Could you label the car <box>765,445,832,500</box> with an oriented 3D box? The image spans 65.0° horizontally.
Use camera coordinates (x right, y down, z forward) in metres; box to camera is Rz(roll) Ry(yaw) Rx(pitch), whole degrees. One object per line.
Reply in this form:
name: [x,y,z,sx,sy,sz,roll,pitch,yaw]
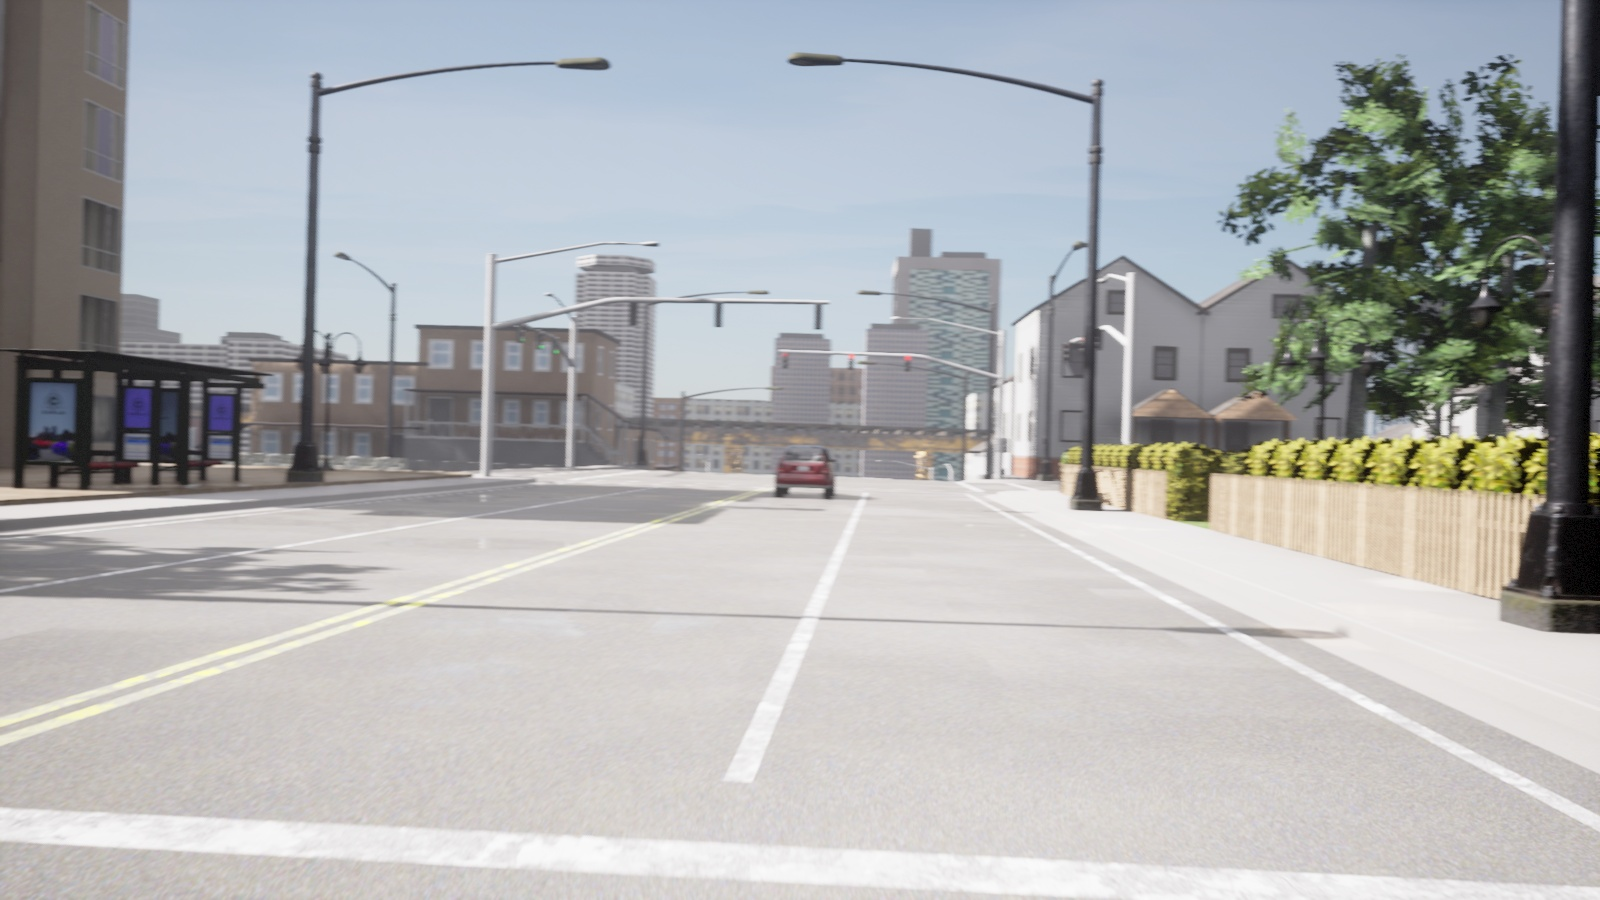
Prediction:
car: [0.012,0.648,38.026,1.789,1.549,3.705,1,0,4]
